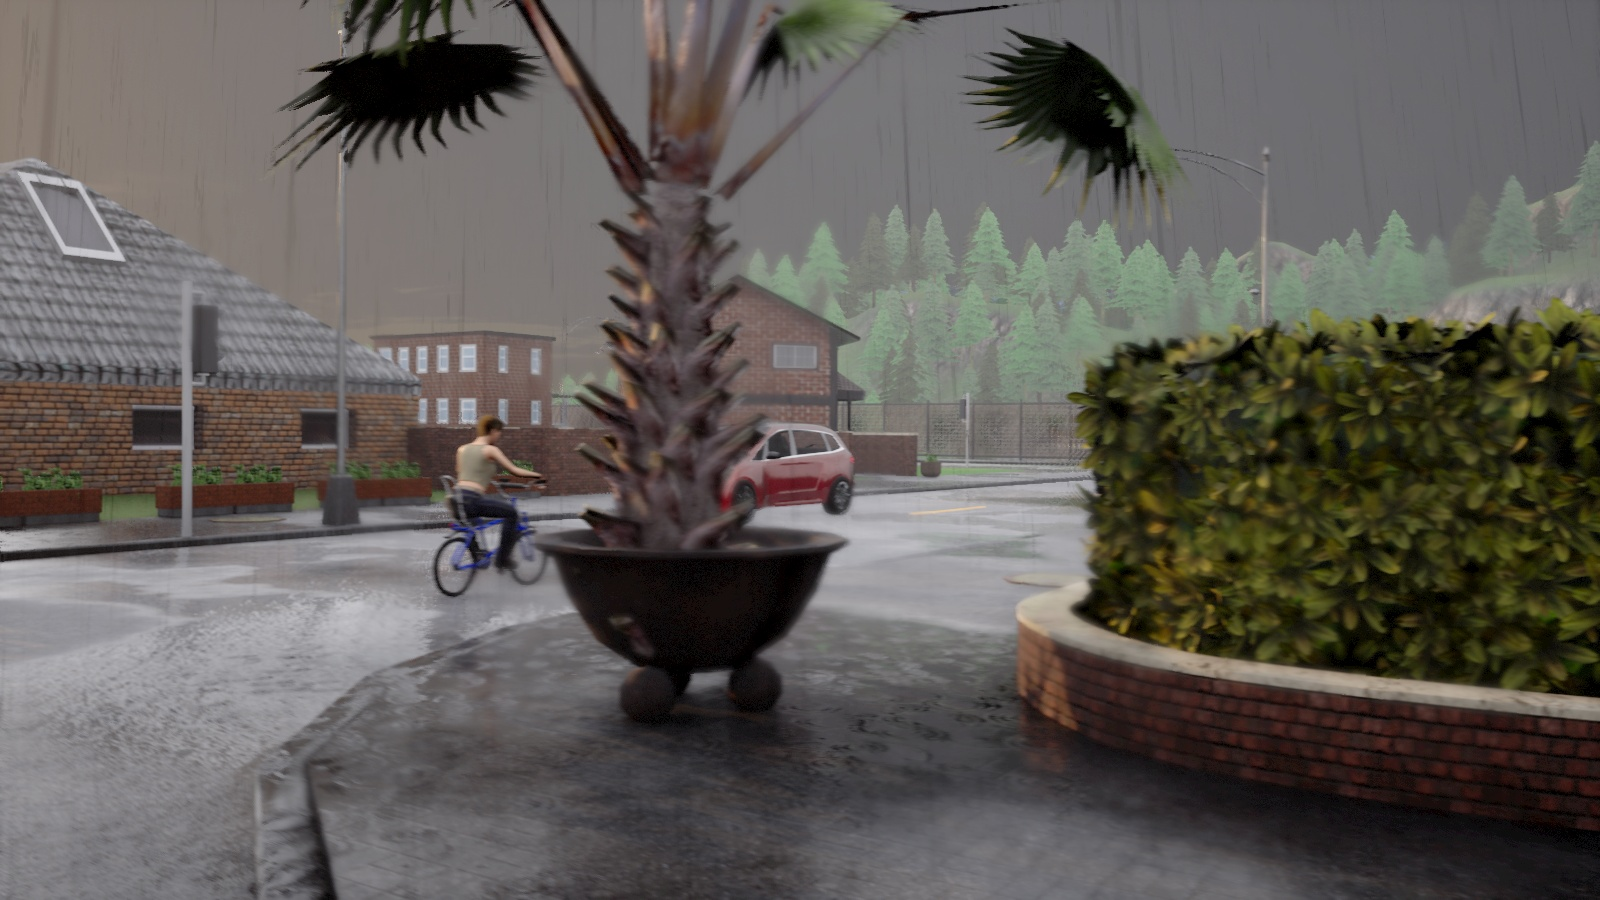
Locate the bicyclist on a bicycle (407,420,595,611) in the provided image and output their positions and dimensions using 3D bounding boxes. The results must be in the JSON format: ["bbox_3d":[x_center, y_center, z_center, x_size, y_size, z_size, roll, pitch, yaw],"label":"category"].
[{"bbox_3d":[-2.690,0.538,11.444,0.866,1.612,1.509,1,1,29],"label":"bicyclist on a bicycle"}]

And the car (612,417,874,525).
[{"bbox_3d":[-0.865,0.288,21.922,2.242,1.667,4.611,0,1,34],"label":"car"}]
